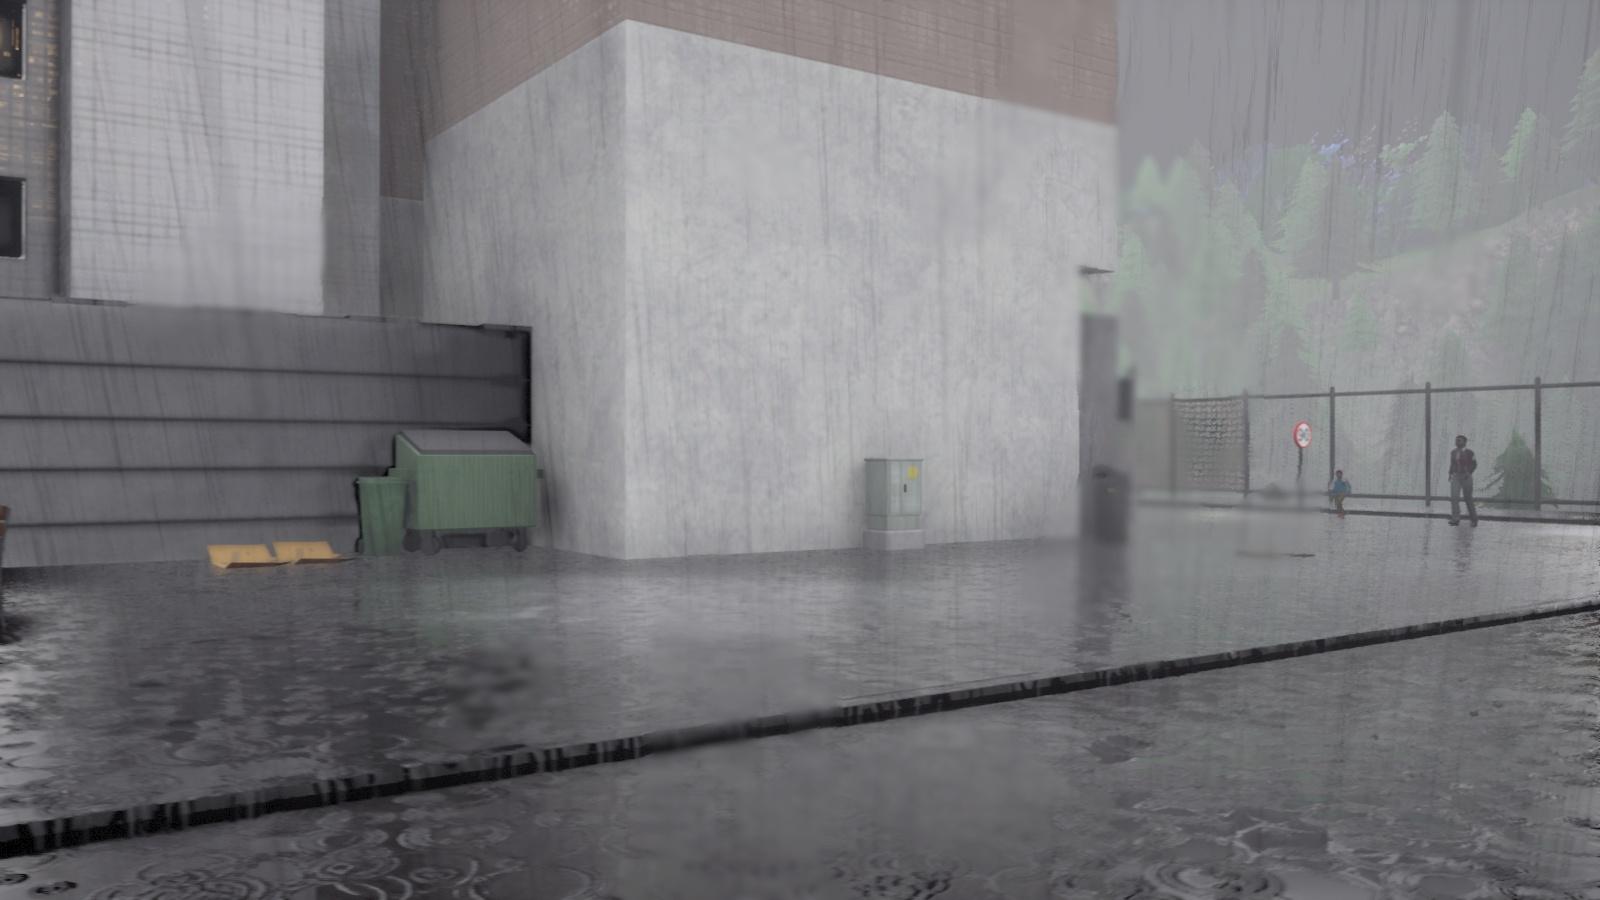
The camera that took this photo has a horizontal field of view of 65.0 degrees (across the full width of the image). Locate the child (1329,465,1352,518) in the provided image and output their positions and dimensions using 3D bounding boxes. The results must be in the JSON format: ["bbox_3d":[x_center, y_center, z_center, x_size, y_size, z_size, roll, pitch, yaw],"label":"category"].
[{"bbox_3d":[12.341,0.947,28.671,0.448,1.192,0.343,0,0,-43],"label":"child"}]

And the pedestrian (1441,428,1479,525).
[{"bbox_3d":[13.263,0.526,25.223,0.666,1.930,0.402,0,0,-34],"label":"pedestrian"}]
